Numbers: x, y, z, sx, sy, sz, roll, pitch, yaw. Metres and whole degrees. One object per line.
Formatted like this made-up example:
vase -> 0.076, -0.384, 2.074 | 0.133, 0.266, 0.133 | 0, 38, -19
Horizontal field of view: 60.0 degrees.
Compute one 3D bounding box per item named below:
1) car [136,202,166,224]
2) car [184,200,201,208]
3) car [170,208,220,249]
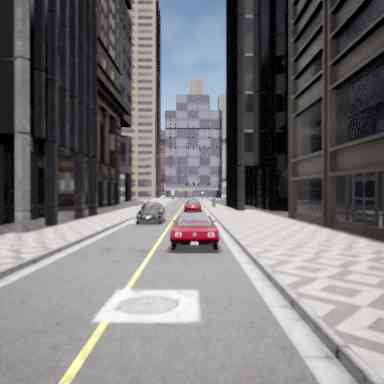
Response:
car -> -3.004, 1.543, 24.919 | 1.837, 1.490, 4.892 | 0, 0, 0
car -> 0.096, 1.611, 39.688 | 1.994, 1.385, 4.181 | 0, 0, 0
car -> 0.099, 1.613, 14.535 | 1.895, 1.301, 4.718 | 0, 0, 0
